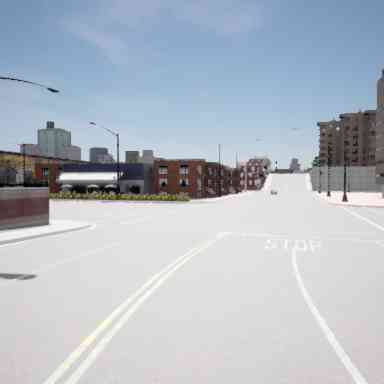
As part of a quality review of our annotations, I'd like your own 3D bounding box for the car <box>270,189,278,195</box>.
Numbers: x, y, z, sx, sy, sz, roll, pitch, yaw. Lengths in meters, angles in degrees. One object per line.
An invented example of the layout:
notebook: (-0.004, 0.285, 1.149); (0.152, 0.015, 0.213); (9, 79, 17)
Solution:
car: (20.381, -0.002, 82.848); (1.895, 1.301, 4.718); (0, 2, 17)
